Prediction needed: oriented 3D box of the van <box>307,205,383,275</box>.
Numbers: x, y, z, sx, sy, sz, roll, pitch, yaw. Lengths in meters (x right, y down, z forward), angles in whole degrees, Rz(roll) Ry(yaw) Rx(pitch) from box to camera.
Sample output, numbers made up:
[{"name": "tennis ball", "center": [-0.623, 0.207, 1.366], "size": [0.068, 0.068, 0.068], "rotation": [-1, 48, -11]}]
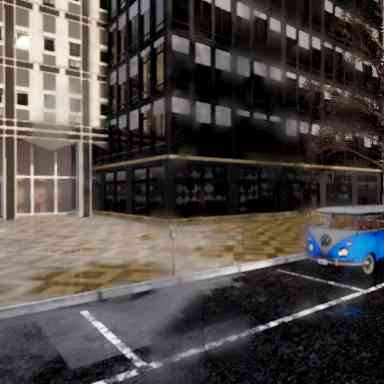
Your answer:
[{"name": "van", "center": [5.133, 1.299, 9.970], "size": [3.998, 1.788, 1.690], "rotation": [0, 0, -36]}]
